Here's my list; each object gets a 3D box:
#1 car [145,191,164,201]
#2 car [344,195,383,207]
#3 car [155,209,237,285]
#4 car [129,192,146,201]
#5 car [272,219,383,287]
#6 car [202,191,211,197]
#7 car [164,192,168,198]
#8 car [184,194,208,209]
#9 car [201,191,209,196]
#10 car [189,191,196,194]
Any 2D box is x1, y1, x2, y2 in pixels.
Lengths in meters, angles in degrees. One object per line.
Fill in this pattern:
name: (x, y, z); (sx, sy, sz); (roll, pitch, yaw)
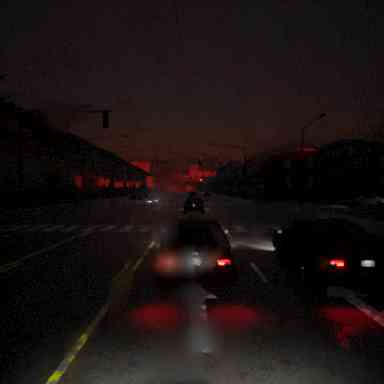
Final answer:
car: (-6.878, 0.903, 61.635); (1.895, 1.301, 4.718); (0, 1, 1)
car: (20.816, 1.073, 40.144); (4.674, 1.442, 1.812); (0, 1, 0)
car: (0.093, 1.442, 9.229); (2.033, 1.411, 5.357); (0, 1, 0)
car: (-10.380, 0.778, 61.748); (1.882, 1.535, 5.008); (0, 1, 1)
car: (3.584, 1.443, 9.121); (2.033, 1.411, 5.357); (0, 1, 2)
car: (3.721, 0.560, 84.880); (2.128, 1.511, 4.902); (0, 1, 0)
car: (-6.797, 0.714, 77.902); (1.895, 1.301, 4.718); (0, 1, 0)
car: (0.178, 1.190, 31.543); (2.033, 1.411, 5.357); (0, 1, 0)
car: (3.747, 0.402, 95.042); (2.128, 1.511, 4.902); (0, 1, 0)
car: (0.221, 0.534, 84.880); (1.837, 1.490, 4.892); (0, 1, 0)
